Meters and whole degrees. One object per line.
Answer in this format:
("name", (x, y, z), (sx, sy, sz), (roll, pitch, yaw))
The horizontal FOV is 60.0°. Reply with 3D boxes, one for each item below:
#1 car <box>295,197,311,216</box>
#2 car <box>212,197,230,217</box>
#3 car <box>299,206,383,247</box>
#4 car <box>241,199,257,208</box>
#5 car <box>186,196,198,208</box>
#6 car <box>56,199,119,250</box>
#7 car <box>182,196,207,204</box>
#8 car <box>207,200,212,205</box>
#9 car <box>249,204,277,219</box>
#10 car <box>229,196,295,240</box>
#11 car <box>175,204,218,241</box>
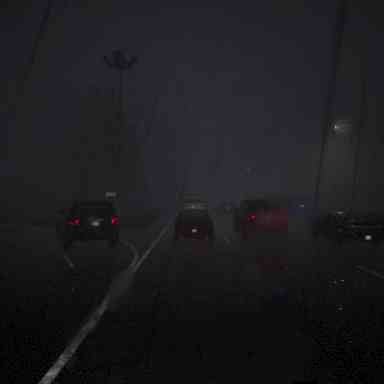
("car", (10.622, 1.548, 34.614), (2.150, 2.045, 5.566), (0, -1, 0))
("car", (3.621, 1.683, 35.176), (2.097, 1.767, 4.553), (0, -1, 0))
("car", (7.109, 1.642, 15.831), (2.128, 1.511, 4.902), (0, -1, 0))
("car", (10.543, 2.077, 62.128), (2.128, 1.511, 4.902), (0, 0, 0))
("car", (0.039, 1.811, 62.736), (2.150, 2.045, 5.566), (0, 0, 0))
("car", (-4.949, 1.368, 15.566), (2.150, 2.045, 5.566), (2, -1, -25))
("car", (0.121, 1.546, 34.490), (2.150, 2.045, 5.566), (0, -1, 0))
("car", (3.541, 2.196, 63.313), (1.895, 1.301, 4.718), (0, 0, 0))
("car", (7.121, 1.920, 33.903), (1.895, 1.301, 4.718), (0, -1, 0))
("car", (3.611, 1.395, 18.366), (2.150, 2.045, 5.566), (0, -1, 0))
("car", (0.111, 1.645, 17.693), (1.882, 1.535, 5.008), (0, -1, 0))
